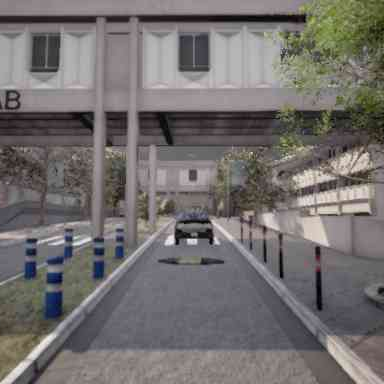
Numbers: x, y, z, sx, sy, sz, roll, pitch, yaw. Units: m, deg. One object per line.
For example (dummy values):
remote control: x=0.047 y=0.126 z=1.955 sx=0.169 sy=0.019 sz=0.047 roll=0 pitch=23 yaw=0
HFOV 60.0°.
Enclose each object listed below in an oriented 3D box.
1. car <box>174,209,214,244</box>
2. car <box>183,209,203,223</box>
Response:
car: x=0.097 y=1.735 z=17.167 sx=2.128 sy=1.511 sz=4.902 roll=0 pitch=-1 yaw=0
car: x=0.093 y=2.485 z=35.174 sx=1.895 sy=1.301 sz=4.718 roll=0 pitch=-3 yaw=0
